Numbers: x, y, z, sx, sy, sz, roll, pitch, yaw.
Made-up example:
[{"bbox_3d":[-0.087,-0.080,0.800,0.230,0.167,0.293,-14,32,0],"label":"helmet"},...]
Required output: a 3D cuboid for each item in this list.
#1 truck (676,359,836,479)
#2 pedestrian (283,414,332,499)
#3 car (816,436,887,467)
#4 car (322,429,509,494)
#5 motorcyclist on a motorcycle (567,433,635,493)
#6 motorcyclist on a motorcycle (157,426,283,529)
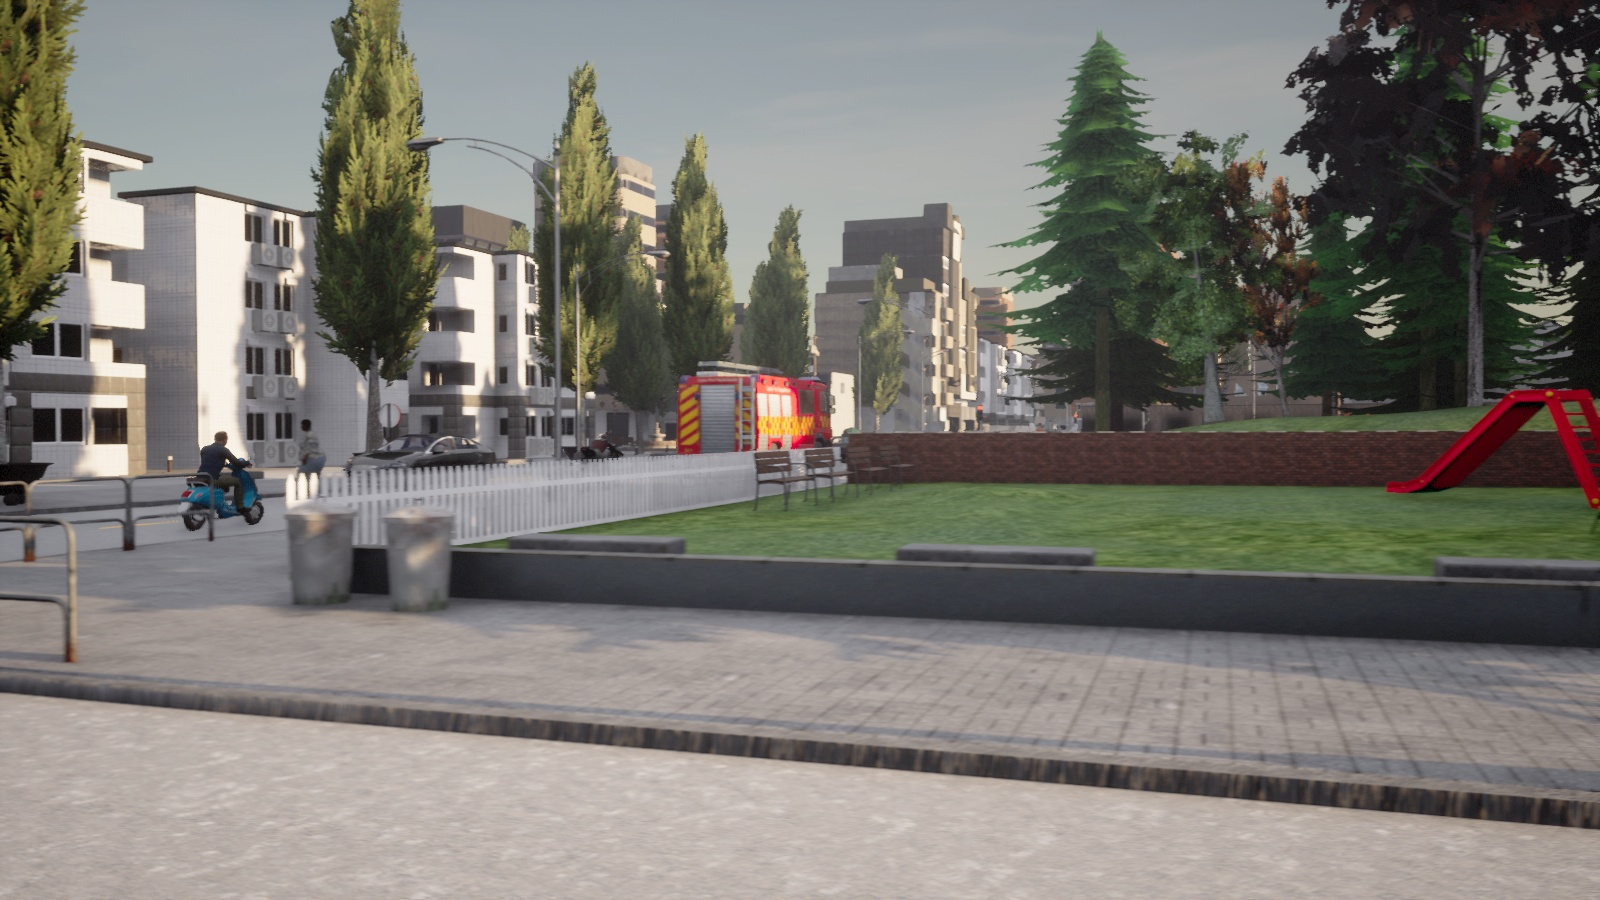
[{"bbox_3d":[-1.355,-1.058,44.700,2.891,3.827,8.468,1,1,19],"label":"truck"},{"bbox_3d":[-10.846,0.135,27.697,0.900,1.855,0.874,0,1,-14],"label":"pedestrian"},{"bbox_3d":[2.320,0.045,55.670,1.895,1.301,4.718,1,1,19],"label":"car"},{"bbox_3d":[-9.747,0.229,32.317,2.128,1.511,4.902,1,1,19],"label":"car"},{"bbox_3d":[-5.239,0.311,33.173,0.866,1.530,2.191,1,1,19],"label":"motorcyclist on a motorcycle"},{"bbox_3d":[-9.441,0.416,20.517,0.866,1.590,1.817,1,1,17],"label":"motorcyclist on a motorcycle"}]
